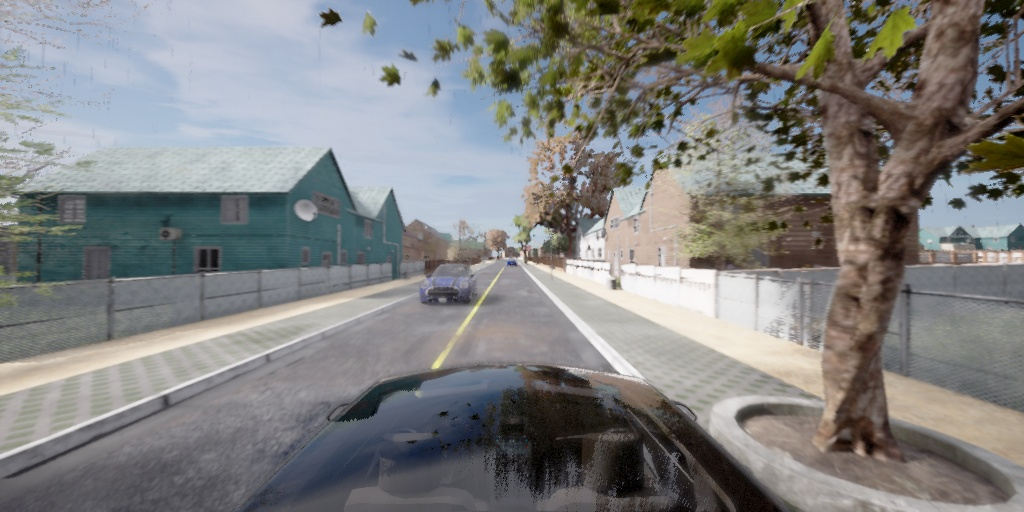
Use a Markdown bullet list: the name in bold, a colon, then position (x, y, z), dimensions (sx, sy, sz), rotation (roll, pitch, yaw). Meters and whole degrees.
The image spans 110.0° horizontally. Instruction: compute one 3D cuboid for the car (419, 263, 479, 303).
- **car**: position (-2.759, 1.169, 16.537), dimensions (2.097, 1.767, 4.553), rotation (0, 0, 0)
